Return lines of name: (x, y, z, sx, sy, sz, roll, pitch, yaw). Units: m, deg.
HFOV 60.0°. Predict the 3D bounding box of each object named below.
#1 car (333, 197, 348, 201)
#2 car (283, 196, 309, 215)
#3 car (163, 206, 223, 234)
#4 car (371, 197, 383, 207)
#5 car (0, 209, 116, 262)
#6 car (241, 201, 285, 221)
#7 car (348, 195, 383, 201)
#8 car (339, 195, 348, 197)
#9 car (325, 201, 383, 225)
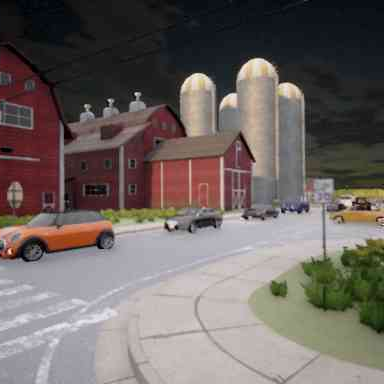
car: (16.793, 1.715, 39.316, 2.128, 1.511, 4.902, -1, -1, 34)
car: (11.987, 1.478, 38.613, 2.150, 2.045, 5.566, -1, -1, 34)
car: (0.190, 1.678, 20.850, 2.128, 1.511, 4.902, -1, 0, 34)
car: (32.842, 1.728, 55.996, 4.611, 1.667, 2.242, -1, -1, 34)
car: (-5.315, 1.512, 13.032, 2.097, 1.767, 4.553, -1, -1, 39)
car: (6.319, 1.771, 30.100, 2.033, 1.411, 5.357, -1, -1, 34)
car: (19.358, 1.485, 35.894, 3.866, 1.878, 1.905, -1, -1, 34)
car: (22.480, 1.479, 47.992, 2.150, 2.045, 5.566, -1, -1, 34)
car: (12.322, 1.629, 24.379, 4.193, 1.474, 1.816, -1, -1, 34)
